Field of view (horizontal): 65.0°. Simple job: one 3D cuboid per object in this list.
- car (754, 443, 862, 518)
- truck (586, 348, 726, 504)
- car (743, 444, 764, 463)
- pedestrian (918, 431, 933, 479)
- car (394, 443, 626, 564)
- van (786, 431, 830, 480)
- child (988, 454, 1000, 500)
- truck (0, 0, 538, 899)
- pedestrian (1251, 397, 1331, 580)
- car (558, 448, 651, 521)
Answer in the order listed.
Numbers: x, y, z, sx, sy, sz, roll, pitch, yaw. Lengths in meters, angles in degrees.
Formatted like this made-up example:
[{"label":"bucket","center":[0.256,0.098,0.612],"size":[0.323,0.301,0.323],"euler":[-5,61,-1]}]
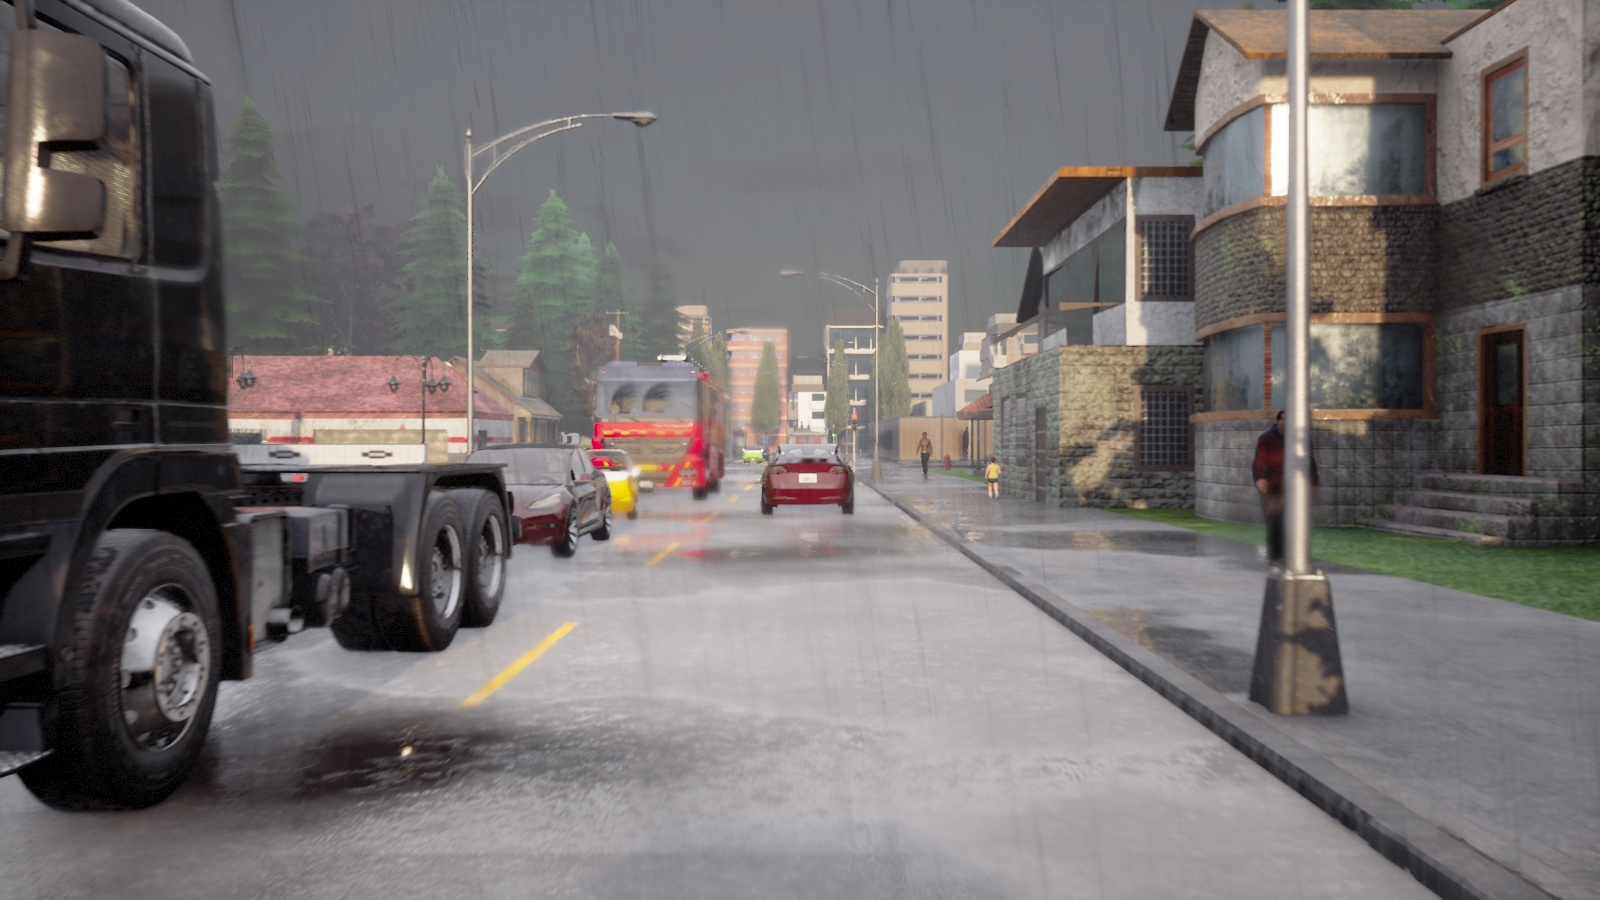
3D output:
[{"label":"car","center":[0.175,0.592,27.446],"size":[2.163,1.488,4.792],"euler":[0,0,0]},{"label":"truck","center":[-3.779,-0.618,35.029],"size":[2.891,3.827,8.468],"euler":[0,0,0]},{"label":"car","center":[-3.452,0.275,92.835],"size":[1.481,1.376,2.207],"euler":[0,0,0]},{"label":"pedestrian","center":[4.728,0.193,47.333],"size":[0.328,1.805,0.869],"euler":[0,0,21]},{"label":"car","center":[-3.885,0.643,17.776],"size":[2.163,1.488,4.792],"euler":[0,0,0]},{"label":"van","center":[0.336,0.199,53.395],"size":[1.775,1.987,4.442],"euler":[0,0,0]},{"label":"child","center":[4.816,0.664,31.143],"size":[0.255,1.110,0.394],"euler":[0,0,1]},{"label":"truck","center":[-3.927,-0.281,7.451],"size":[2.891,3.462,7.936],"euler":[0,0,1]},{"label":"pedestrian","center":[5.128,0.386,13.166],"size":[0.634,1.844,0.899],"euler":[0,0,12]},{"label":"car","center":[-3.839,0.658,24.876],"size":[1.481,1.376,2.207],"euler":[0,0,0]}]
